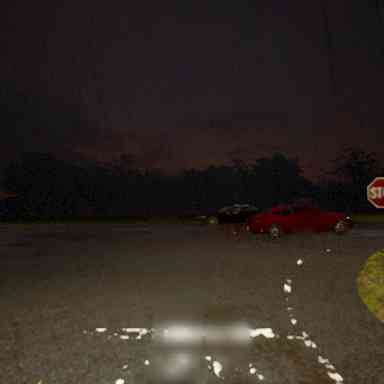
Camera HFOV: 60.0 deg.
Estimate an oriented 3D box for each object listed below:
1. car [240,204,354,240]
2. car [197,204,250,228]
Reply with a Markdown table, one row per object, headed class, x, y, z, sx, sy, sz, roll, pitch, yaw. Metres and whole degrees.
| class | x | y | z | sx | sy | sz | roll | pitch | yaw |
| --- | --- | --- | --- | --- | --- | --- | --- | --- | --- |
| car | 4.814 | 1.284 | 15.112 | 4.674 | 1.442 | 1.812 | -4 | -1 | -1 |
| car | 2.790 | 1.559 | 22.098 | 4.902 | 1.511 | 2.128 | -2 | -2 | -1 |
